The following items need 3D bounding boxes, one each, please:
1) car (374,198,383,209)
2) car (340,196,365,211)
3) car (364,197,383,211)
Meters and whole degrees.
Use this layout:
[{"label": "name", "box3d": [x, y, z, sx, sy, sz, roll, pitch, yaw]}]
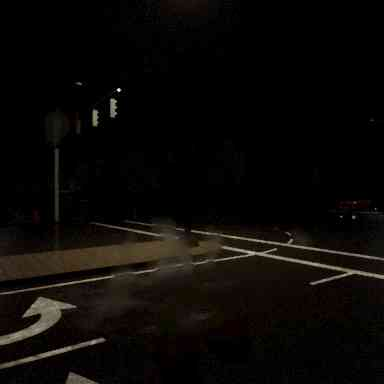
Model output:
[{"label": "car", "box3d": [27.424, 1.554, 46.433, 4.181, 1.385, 1.994, 0, 0, -36]}, {"label": "car", "box3d": [20.408, 1.343, 41.405, 4.553, 1.767, 2.097, 0, 0, -36]}, {"label": "car", "box3d": [22.821, 1.539, 38.873, 5.357, 1.411, 2.033, 0, 0, -35]}]
